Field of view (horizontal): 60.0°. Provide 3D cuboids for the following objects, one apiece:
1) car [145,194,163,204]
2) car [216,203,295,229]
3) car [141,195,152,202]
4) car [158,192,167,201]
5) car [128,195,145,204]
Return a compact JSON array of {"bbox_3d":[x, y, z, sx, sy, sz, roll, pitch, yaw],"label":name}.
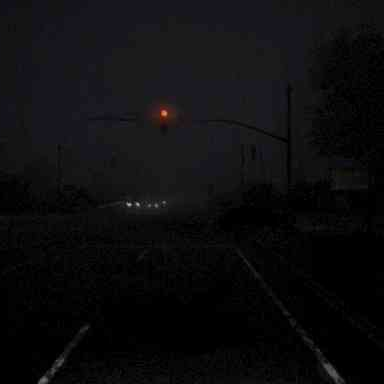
[{"bbox_3d":[-7.054,1.486,61.767,1.994,1.385,4.181,0,0,1],"label":"car"},{"bbox_3d":[3.979,1.491,21.033,4.892,1.490,1.837,0,0,3],"label":"car"},{"bbox_3d":[-10.519,1.395,77.328,1.837,1.490,4.892,0,0,0],"label":"car"},{"bbox_3d":[-7.019,1.121,77.264,2.150,2.045,5.566,0,0,0],"label":"car"},{"bbox_3d":[-10.553,1.274,61.877,2.097,1.767,4.553,0,0,0],"label":"car"}]
